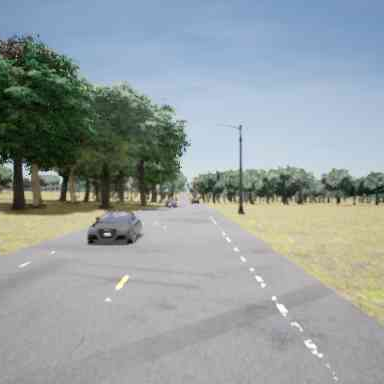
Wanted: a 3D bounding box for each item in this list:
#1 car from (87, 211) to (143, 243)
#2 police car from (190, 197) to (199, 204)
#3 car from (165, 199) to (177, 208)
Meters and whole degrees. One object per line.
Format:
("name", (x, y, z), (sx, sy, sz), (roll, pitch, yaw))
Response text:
("car", (-3.598, 1.609, 16.095), (1.994, 1.385, 4.181), (0, 0, 0))
("police car", (1.058, 2.573, 93.196), (1.930, 1.638, 5.238), (0, -1, 0))
("car", (-3.550, 1.943, 56.751), (2.128, 1.511, 4.902), (0, -1, 1))
